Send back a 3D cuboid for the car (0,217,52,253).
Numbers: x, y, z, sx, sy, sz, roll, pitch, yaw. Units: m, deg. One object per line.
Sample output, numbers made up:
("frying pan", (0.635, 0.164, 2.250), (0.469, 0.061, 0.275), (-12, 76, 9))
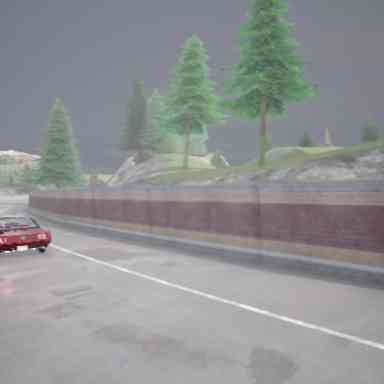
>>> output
("car", (-7.114, 1.608, 12.886), (1.895, 1.301, 4.718), (-1, 1, -40))
